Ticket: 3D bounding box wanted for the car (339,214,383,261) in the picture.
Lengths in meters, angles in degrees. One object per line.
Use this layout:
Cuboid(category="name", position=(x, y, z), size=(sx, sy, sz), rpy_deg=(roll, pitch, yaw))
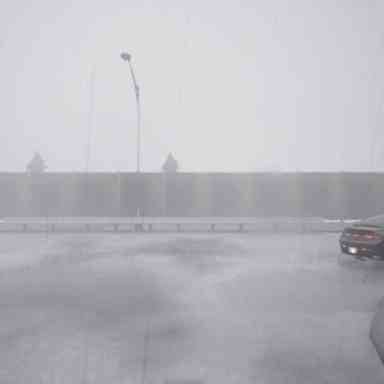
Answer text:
Cuboid(category="car", position=(6.869, 1.380, 10.005), size=(4.892, 1.490, 1.837), rpy_deg=(0, -2, -15))
